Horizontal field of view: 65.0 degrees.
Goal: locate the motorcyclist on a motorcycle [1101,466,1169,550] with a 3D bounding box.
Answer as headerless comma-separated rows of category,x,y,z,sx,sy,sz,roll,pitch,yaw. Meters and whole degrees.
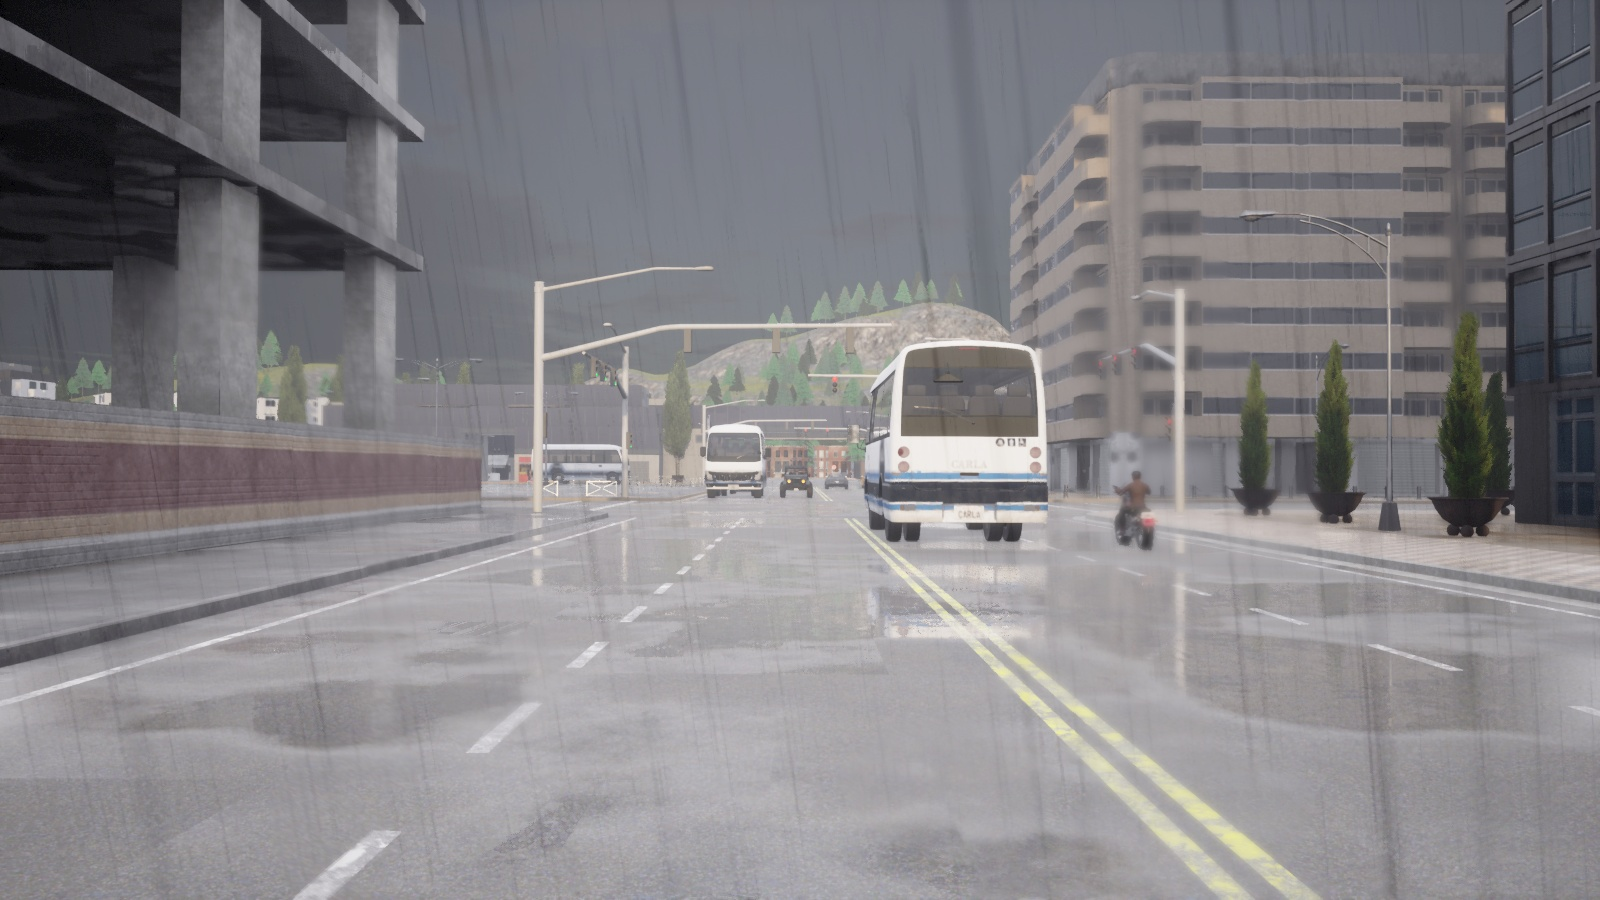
motorcyclist on a motorcycle,6.933,1.174,26.090,0.766,1.649,2.350,0,-1,0

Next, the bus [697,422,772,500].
bus,-3.709,0.698,74.343,3.944,4.253,10.273,0,-1,0

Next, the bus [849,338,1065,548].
bus,3.410,-0.060,30.769,3.944,4.253,10.273,0,-1,0

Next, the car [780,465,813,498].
car,-0.204,1.853,74.108,1.905,1.878,3.866,0,-1,0
